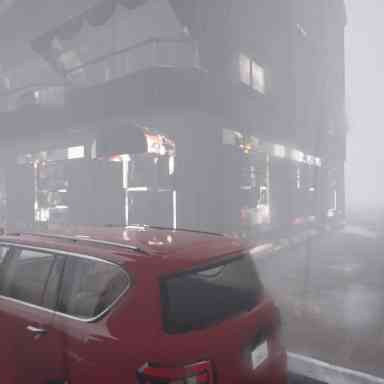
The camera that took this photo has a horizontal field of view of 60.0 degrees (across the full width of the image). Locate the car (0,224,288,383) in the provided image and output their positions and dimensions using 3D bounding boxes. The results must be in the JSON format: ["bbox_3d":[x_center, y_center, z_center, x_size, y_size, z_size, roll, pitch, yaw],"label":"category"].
[{"bbox_3d":[-1.431,1.316,3.903,5.009,1.841,2.192,0,-1,35],"label":"car"}]
